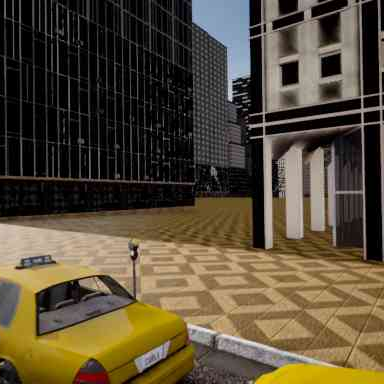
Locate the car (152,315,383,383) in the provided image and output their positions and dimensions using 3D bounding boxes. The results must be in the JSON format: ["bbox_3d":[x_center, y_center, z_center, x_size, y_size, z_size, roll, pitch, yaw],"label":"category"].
[{"bbox_3d":[2.252,1.525,1.287,4.829,1.417,1.752,0,-1,35],"label":"car"}]

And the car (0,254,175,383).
[{"bbox_3d":[-2.251,1.527,4.484,4.829,1.417,1.752,0,-1,35],"label":"car"}]
